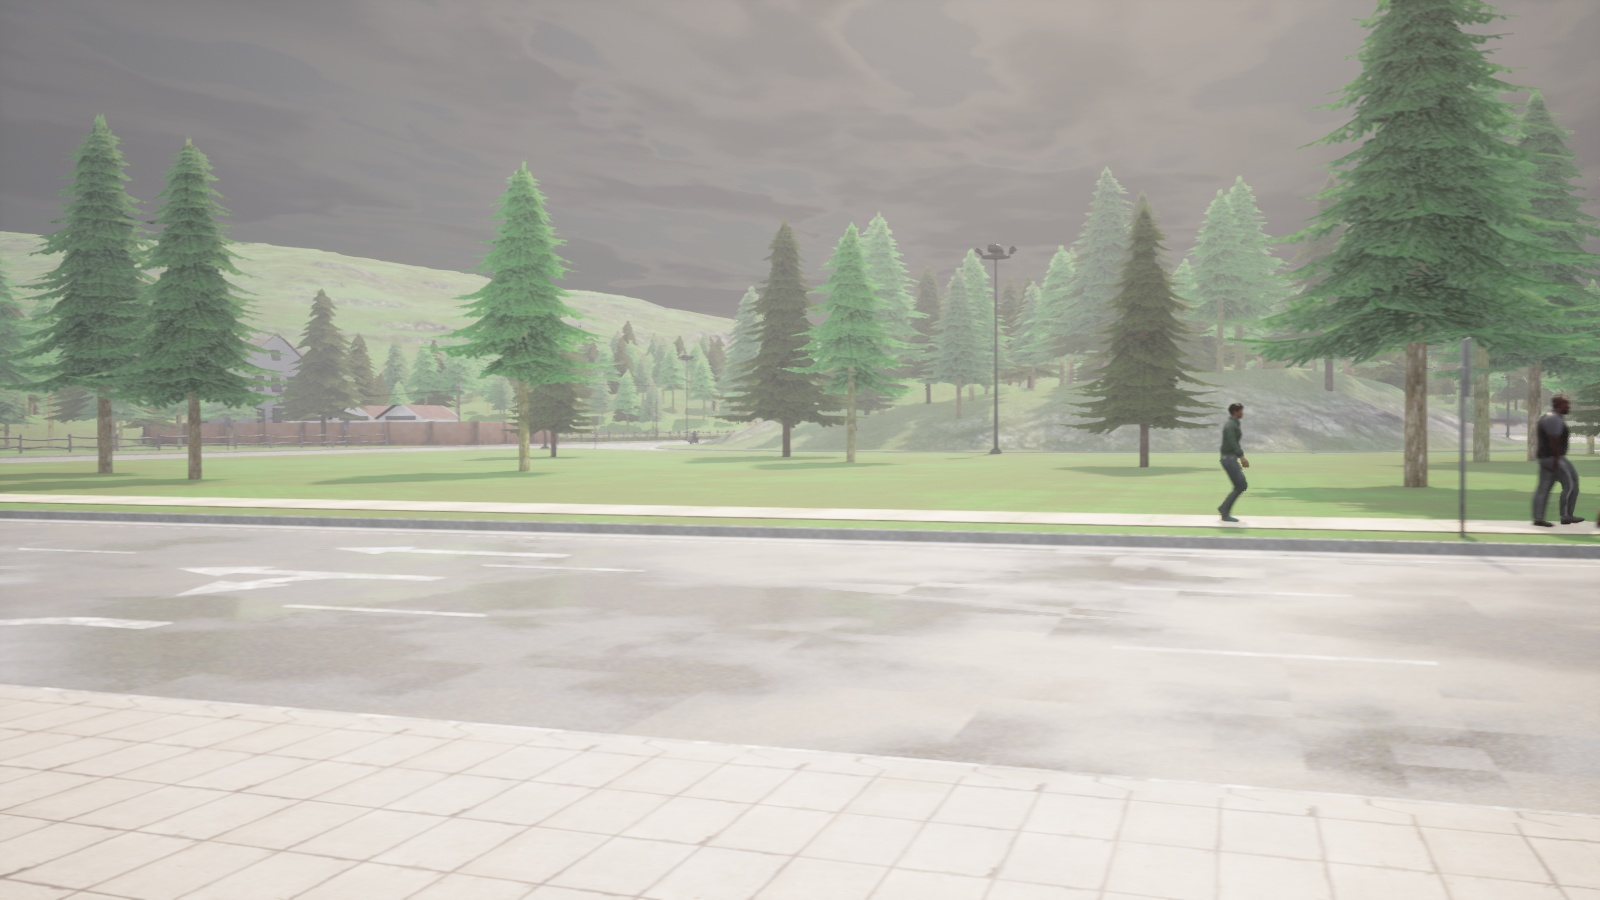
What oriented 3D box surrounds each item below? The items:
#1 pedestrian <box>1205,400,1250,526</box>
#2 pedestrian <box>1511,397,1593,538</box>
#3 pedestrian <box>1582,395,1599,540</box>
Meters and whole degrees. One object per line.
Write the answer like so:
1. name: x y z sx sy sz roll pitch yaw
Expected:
1. pedestrian: 6.347 0.191 18.647 0.614 1.847 0.353 1 1 20
2. pedestrian: 10.307 0.228 17.243 0.849 1.883 0.563 1 1 19
3. pedestrian: 11.099 0.235 16.994 0.788 1.949 0.423 1 1 20
